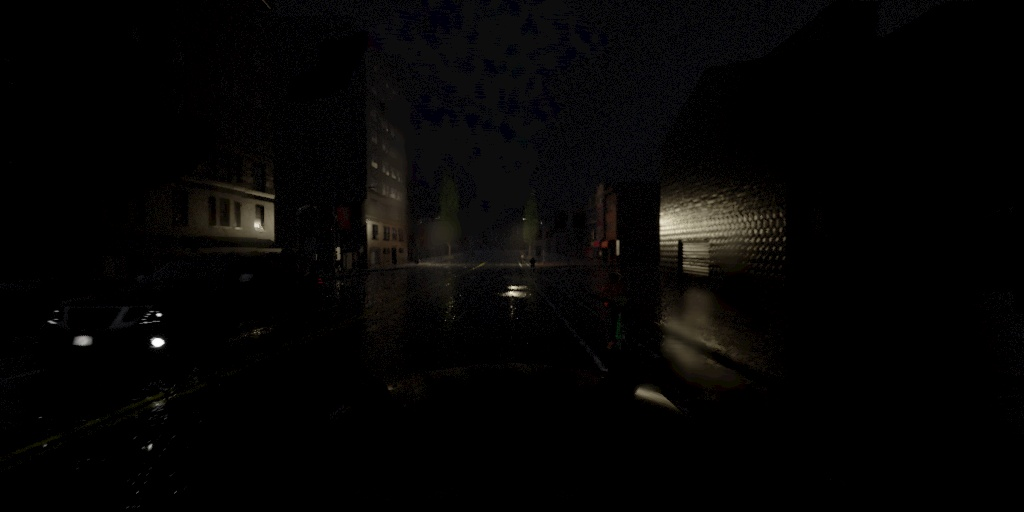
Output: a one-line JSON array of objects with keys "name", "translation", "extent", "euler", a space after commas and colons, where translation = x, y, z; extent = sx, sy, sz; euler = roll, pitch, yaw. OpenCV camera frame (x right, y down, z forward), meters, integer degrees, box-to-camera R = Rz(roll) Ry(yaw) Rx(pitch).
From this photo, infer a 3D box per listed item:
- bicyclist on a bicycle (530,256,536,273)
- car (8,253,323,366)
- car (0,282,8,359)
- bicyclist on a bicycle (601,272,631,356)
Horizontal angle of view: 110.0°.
[{"name": "bicyclist on a bicycle", "translation": [2.093, 0.921, 36.107], "extent": [0.659, 1.776, 1.843], "euler": [0, 1, 0]}, {"name": "car", "translation": [-6.620, 0.948, 8.287], "extent": [2.150, 2.045, 5.566], "euler": [0, 0, 0]}, {"name": "car", "translation": [-9.866, 1.235, 7.452], "extent": [1.837, 1.490, 4.892], "euler": [0, 0, 0]}, {"name": "bicyclist on a bicycle", "translation": [2.207, 1.182, 7.625], "extent": [0.582, 1.620, 1.656], "euler": [0, 0, 0]}]
